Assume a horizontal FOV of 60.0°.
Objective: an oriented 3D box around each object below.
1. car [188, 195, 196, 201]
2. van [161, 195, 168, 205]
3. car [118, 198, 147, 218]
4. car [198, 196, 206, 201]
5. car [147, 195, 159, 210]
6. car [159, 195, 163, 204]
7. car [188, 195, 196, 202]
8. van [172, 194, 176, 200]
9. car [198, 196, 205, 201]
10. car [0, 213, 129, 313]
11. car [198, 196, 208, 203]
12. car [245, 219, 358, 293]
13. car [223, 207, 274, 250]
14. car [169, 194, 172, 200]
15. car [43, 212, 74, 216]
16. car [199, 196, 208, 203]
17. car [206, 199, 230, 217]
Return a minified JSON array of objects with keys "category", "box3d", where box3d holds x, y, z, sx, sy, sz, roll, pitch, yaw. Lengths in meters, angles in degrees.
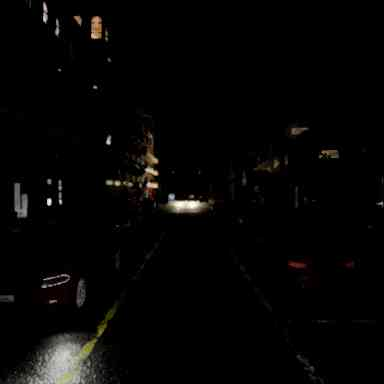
[{"category":"car","box3d":[-0.045,1.586,91.344,2.033,1.411,5.357,0,0,0]},{"category":"van","box3d":[-5.729,1.442,59.838,1.690,1.788,3.998,-1,0,0]},{"category":"car","box3d":[-5.713,1.568,31.185,1.752,1.417,4.829,0,0,0]},{"category":"car","box3d":[2.639,1.721,88.338,1.887,1.381,4.507,-1,0,0]},{"category":"car","box3d":[-5.720,1.504,42.748,1.967,1.590,4.097,0,0,0]},{"category":"car","box3d":[-5.722,1.600,48.274,1.752,1.417,4.829,-1,0,0]},{"category":"car","box3d":[-0.040,1.707,81.377,1.994,1.385,4.181,0,0,0]},{"category":"van","box3d":[-5.746,1.534,94.016,1.690,1.788,3.998,-1,0,0]},{"category":"car","box3d":[2.637,1.759,94.034,1.947,1.339,4.313,-1,0,0]},{"category":"car","box3d":[-3.027,1.487,7.962,1.882,1.535,5.008,0,0,0]},{"category":"car","box3d":[2.648,1.711,71.248,1.802,1.307,4.206,-1,0,0]},{"category":"car","box3d":[2.679,1.592,8.585,1.802,1.307,4.206,0,0,0]},{"category":"car","box3d":[2.676,1.568,14.282,2.008,1.369,4.403,0,0,0]},{"category":"car","box3d":[-5.732,1.430,65.533,2.192,1.841,5.009,-1,0,0]},{"category":"car","box3d":[-5.704,1.568,14.265,2.008,1.369,4.403,0,0,0]},{"category":"car","box3d":[2.645,1.695,76.944,2.008,1.369,4.403,-1,0,0]},{"category":"car","box3d":[2.668,1.594,31.372,2.008,1.369,4.403,-1,0,0]}]
